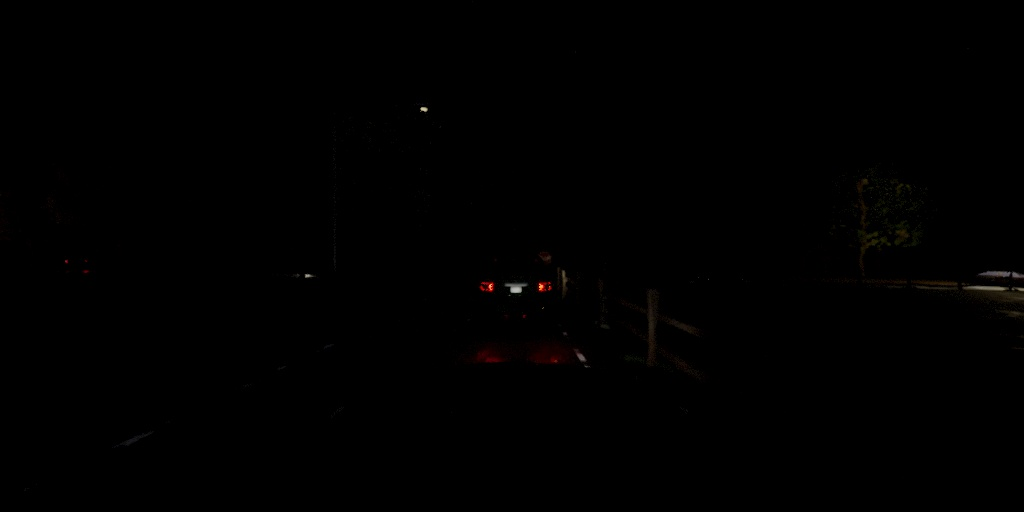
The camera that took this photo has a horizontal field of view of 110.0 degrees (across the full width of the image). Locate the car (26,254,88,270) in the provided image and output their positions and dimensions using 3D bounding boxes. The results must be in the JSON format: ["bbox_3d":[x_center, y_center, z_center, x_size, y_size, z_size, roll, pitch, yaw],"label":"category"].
[{"bbox_3d":[-46.619,0.529,36.794,4.553,1.767,2.097,1,0,3],"label":"car"}]

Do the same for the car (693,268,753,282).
[{"bbox_3d":[19.932,1.791,33.997,4.718,1.301,1.895,1,0,2],"label":"car"}]

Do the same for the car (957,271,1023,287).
[{"bbox_3d":[44.610,2.089,32.887,5.357,1.411,2.033,1,0,3],"label":"car"}]

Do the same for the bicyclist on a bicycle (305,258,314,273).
[{"bbox_3d":[-21.949,1.025,38.820,0.582,1.620,1.656,1,0,2],"label":"bicyclist on a bicycle"}]

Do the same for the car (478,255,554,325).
[{"bbox_3d":[0.111,1.011,12.184,2.150,2.045,5.566,0,0,0],"label":"car"}]
